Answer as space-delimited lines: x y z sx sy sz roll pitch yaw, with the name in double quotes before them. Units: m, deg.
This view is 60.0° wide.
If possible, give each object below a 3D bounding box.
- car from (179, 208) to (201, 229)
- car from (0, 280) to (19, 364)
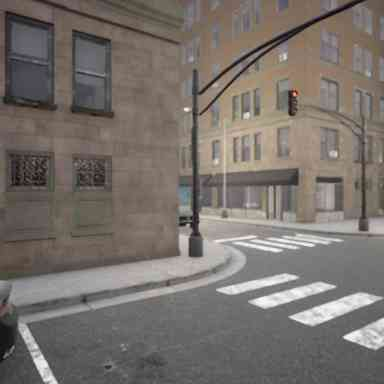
"car" -1.495 1.481 20.025 1.895 1.301 4.718 0 0 -36
"car" -4.161 1.554 3.219 4.403 1.369 2.008 0 0 -36
